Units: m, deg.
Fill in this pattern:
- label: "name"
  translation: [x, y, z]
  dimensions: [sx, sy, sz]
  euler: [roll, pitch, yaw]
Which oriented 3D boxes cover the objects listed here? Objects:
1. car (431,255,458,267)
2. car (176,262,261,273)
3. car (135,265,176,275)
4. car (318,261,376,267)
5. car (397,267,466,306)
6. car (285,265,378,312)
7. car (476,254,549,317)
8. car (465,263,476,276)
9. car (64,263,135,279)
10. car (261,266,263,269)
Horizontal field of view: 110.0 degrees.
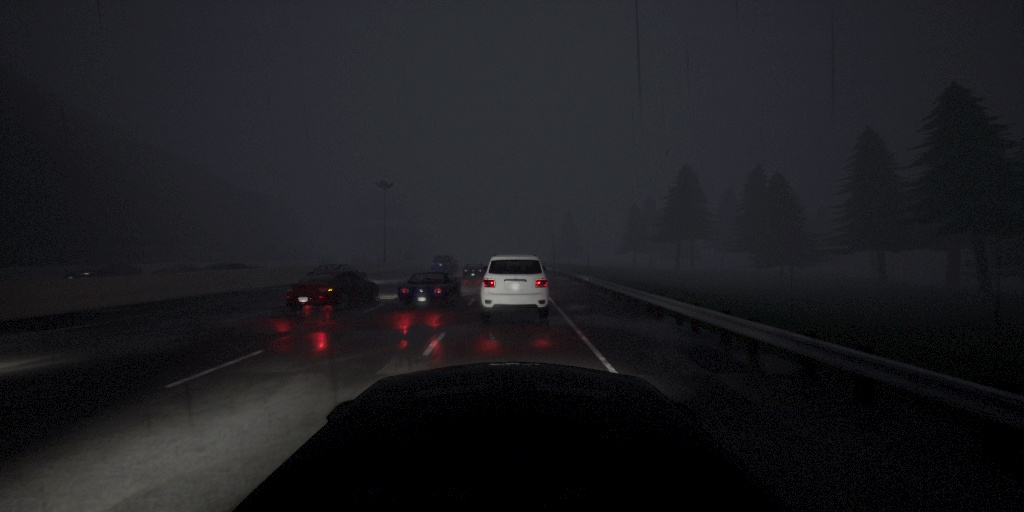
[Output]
- label: "car"
  translation: [-7.038, 0.952, 37.750]
  dimensions: [2.150, 2.045, 5.566]
  euler: [0, 0, -2]
- label: "car"
  translation: [-21.117, 1.242, 26.158]
  dimensions: [1.837, 1.490, 4.892]
  euler: [0, 0, 0]
- label: "car"
  translation: [-24.619, 1.301, 26.642]
  dimensions: [1.994, 1.385, 4.181]
  euler: [0, 0, 0]
- label: "car"
  translation: [-10.402, 1.231, 21.646]
  dimensions: [2.128, 1.511, 4.902]
  euler: [0, 0, 0]
- label: "car"
  translation: [-3.402, 1.343, 15.774]
  dimensions: [1.895, 1.301, 4.718]
  euler: [0, 0, 0]
- label: "car"
  translation: [-6.901, 1.269, 14.163]
  dimensions: [1.812, 1.442, 4.674]
  euler: [0, 0, 0]
- label: "car"
  translation: [0.099, 0.965, 13.261]
  dimensions: [2.150, 2.045, 5.566]
  euler: [0, 0, 0]
- label: "car"
  translation: [-3.445, 1.334, 33.669]
  dimensions: [1.895, 1.301, 4.718]
  euler: [0, 0, -1]
- label: "car"
  translation: [-31.619, 1.263, 28.018]
  dimensions: [1.812, 1.442, 4.674]
  euler: [0, 0, 0]
- label: "car"
  translation: [-28.220, 1.333, 37.106]
  dimensions: [1.895, 1.301, 4.718]
  euler: [0, 0, -2]
